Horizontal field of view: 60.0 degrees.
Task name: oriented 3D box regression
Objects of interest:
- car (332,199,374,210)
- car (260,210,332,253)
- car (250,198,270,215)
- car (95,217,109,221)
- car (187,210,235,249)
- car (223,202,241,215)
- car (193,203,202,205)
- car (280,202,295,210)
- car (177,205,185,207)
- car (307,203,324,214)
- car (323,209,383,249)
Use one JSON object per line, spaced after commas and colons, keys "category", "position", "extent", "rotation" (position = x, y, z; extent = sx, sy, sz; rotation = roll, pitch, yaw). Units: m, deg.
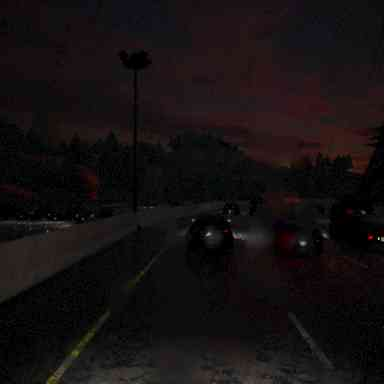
{"category": "car", "position": [12.717, 1.600, 26.612], "extent": [2.150, 2.045, 5.566], "rotation": [0, -1, 9]}
{"category": "car", "position": [4.301, 1.728, 14.554], "extent": [1.812, 1.442, 4.674], "rotation": [0, -1, 5]}
{"category": "car", "position": [8.306, 1.782, 40.883], "extent": [2.150, 2.045, 5.566], "rotation": [0, -1, 13]}
{"category": "car", "position": [-8.315, 1.894, 28.776], "extent": [1.812, 1.442, 4.674], "rotation": [0, -1, 9]}
{"category": "car", "position": [0.900, 1.776, 15.706], "extent": [1.994, 1.385, 4.181], "rotation": [0, -1, 5]}
{"category": "car", "position": [5.170, 2.084, 42.695], "extent": [1.837, 1.490, 4.892], "rotation": [-1, -1, 13]}
{"category": "car", "position": [1.780, 2.140, 68.581], "extent": [2.150, 2.045, 5.566], "rotation": [0, -1, 20]}
{"category": "car", "position": [13.081, 2.108, 45.595], "extent": [1.882, 1.535, 5.008], "rotation": [0, -1, 15]}
{"category": "car", "position": [-1.157, 2.459, 70.706], "extent": [1.812, 1.442, 4.674], "rotation": [0, -1, 20]}
{"category": "car", "position": [16.440, 2.144, 44.278], "extent": [1.812, 1.442, 4.674], "rotation": [0, -1, 15]}
{"category": "car", "position": [7.906, 1.748, 15.574], "extent": [1.812, 1.442, 4.674], "rotation": [0, -1, 5]}
